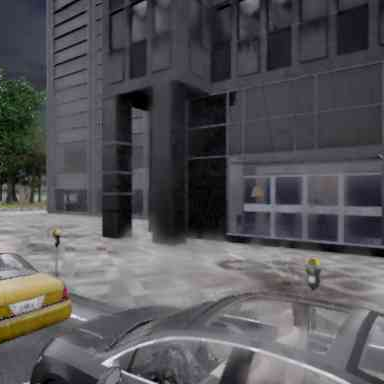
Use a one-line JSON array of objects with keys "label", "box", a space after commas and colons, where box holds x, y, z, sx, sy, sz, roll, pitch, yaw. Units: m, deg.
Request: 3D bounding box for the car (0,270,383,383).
[{"label": "car", "box": [0.451, 1.545, 2.643, 4.403, 1.369, 2.008, 0, 0, 35]}]

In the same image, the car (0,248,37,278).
[{"label": "car", "box": [-4.131, 1.513, 5.876, 4.829, 1.417, 1.752, 0, 0, 35]}]
